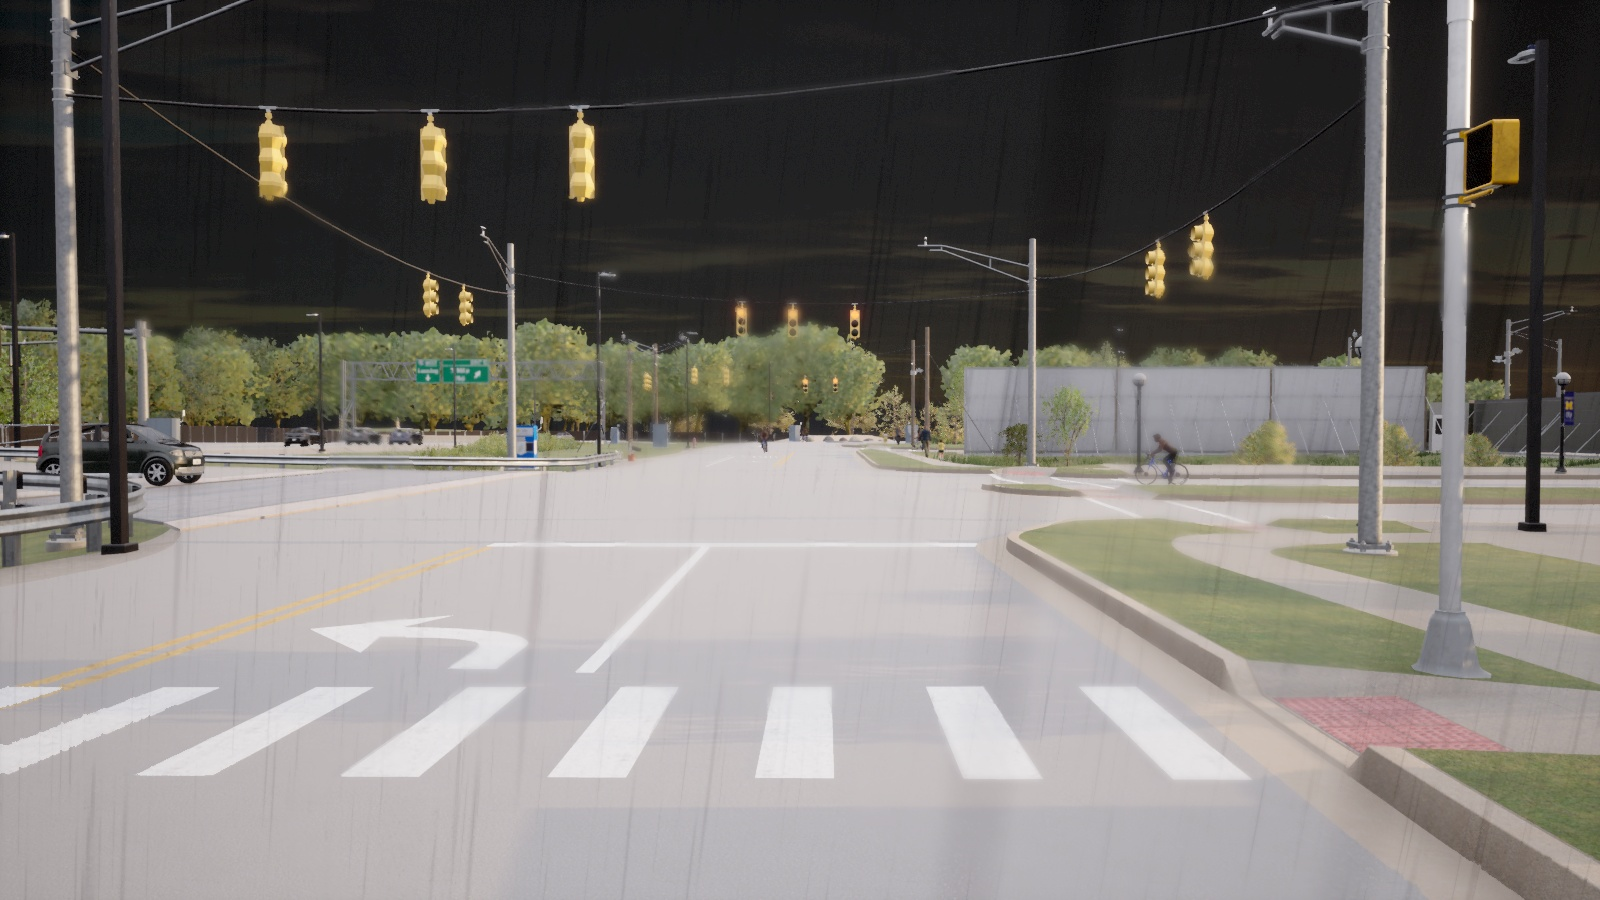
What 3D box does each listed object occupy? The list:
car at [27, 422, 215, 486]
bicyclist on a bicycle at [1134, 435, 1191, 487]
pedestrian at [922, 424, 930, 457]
[{"bbox_3d":[-16.830,0.080,31.251,3.705,1.549,1.789,0,1,1],"label":"car"},{"bbox_3d":[11.429,0.330,39.639,1.656,1.620,0.582,1,1,11],"label":"bicyclist on a bicycle"},{"bbox_3d":[7.058,-0.517,70.321,0.402,1.842,0.726,0,2,1],"label":"pedestrian"}]
